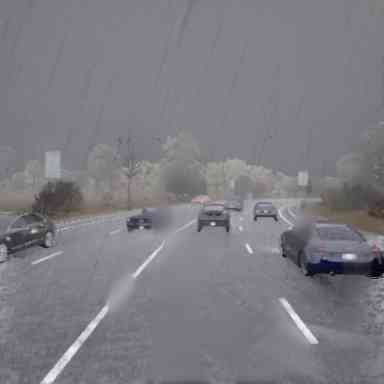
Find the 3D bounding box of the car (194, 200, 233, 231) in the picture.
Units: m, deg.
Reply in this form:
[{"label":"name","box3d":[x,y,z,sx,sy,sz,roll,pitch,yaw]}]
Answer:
[{"label":"car","box3d":[1.443,1.483,20.519,1.837,1.490,4.892,0,0,7]}]

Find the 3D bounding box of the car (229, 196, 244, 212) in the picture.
[{"label":"car","box3d":[4.846,1.529,38.342,1.994,1.385,4.181,0,0,14]}]

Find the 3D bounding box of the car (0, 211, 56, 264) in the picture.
[{"label":"car","box3d":[-6.622,1.477,11.783,1.837,1.490,4.892,0,0,4]}]

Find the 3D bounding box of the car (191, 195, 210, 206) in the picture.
[{"label":"car","box3d":[1.415,1.284,51.932,2.097,1.767,4.553,0,0,19]}]

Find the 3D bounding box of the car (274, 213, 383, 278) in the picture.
[{"label":"car","box3d":[4.000,1.560,10.188,1.994,1.385,4.181,0,0,3]}]

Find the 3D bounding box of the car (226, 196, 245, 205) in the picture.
[{"label":"car","box3d":[7.741,1.491,58.895,2.033,1.411,5.357,0,0,23]}]

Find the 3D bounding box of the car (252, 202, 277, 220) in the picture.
[{"label":"car","box3d":[6.006,1.530,27.482,2.033,1.411,5.357,0,0,10]}]

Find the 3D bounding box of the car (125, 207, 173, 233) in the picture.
[{"label":"car","box3d":[-2.408,1.571,19.667,1.895,1.301,4.718,0,0,7]}]
